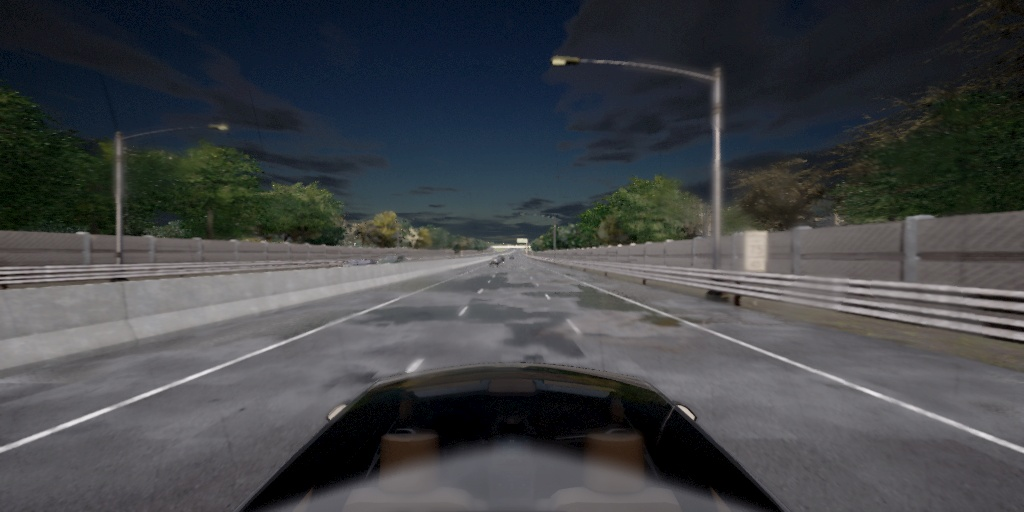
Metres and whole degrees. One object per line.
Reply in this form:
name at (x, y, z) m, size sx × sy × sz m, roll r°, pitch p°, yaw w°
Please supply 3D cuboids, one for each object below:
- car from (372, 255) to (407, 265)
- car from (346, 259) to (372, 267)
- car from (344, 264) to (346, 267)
car at (-14.080, 0.917, 42.361) m, size 2.150 × 2.045 × 5.566 m, roll 0°, pitch 0°, yaw 0°
car at (-17.562, 1.247, 43.442) m, size 2.033 × 1.411 × 5.357 m, roll 0°, pitch 0°, yaw 1°
car at (-21.066, 1.181, 48.764) m, size 2.128 × 1.511 × 4.902 m, roll 0°, pitch 0°, yaw 1°
